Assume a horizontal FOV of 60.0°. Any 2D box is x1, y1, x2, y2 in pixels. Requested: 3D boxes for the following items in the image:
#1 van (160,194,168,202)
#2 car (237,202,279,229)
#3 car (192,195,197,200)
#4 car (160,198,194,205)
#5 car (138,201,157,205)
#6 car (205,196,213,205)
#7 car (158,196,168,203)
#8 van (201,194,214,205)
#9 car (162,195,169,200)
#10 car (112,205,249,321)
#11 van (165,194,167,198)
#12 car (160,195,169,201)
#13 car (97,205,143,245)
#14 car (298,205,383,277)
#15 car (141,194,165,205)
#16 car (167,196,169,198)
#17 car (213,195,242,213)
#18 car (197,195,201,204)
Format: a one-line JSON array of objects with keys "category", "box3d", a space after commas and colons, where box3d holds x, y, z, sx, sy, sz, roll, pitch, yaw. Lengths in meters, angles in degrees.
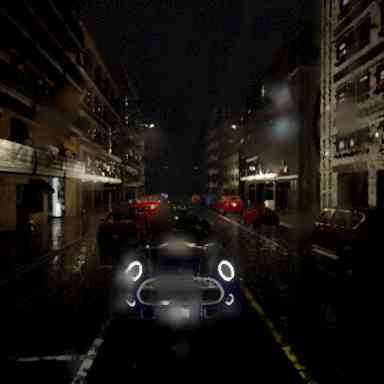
[{"category": "van", "box3d": [-6.586, 1.310, 77.586, 1.690, 1.788, 3.998, -1, 0, -3]}, {"category": "car", "box3d": [4.379, 1.571, 21.498, 1.802, 1.307, 4.206, -1, 0, -3]}, {"category": "car", "box3d": [0.972, 1.405, 83.713, 1.967, 1.590, 4.097, -1, 0, -3]}, {"category": "car", "box3d": [-1.058, 1.466, 23.813, 1.882, 1.535, 5.008, 0, 0, -3]}, {"category": "car", "box3d": [-3.495, 1.535, 21.158, 1.887, 1.381, 4.507, -1, 0, -3]}, {"category": "car", "box3d": [3.140, 1.562, 44.121, 1.802, 1.307, 4.206, -1, 0, -3]}, {"category": "car", "box3d": [-6.275, 1.521, 71.943, 2.008, 1.369, 4.403, -1, 0, -3]}, {"category": "van", "box3d": [2.828, 1.319, 49.777, 1.690, 1.788, 3.998, -1, 0, -3]}, {"category": "car", "box3d": [-7.501, 1.488, 94.345, 1.752, 1.417, 4.829, -1, 0, -3]}, {"category": "car", "box3d": [-0.267, 1.348, 7.555, 2.097, 1.767, 4.553, 0, 0, -2]}, {"category": "van", "box3d": [-5.042, 1.320, 49.372, 1.690, 1.788, 3.998, -1, 0, -3]}, {"category": "car", "box3d": [-6.892, 1.532, 83.229, 1.947, 1.339, 4.313, -1, 0, -3]}, {"category": "car", "box3d": [-3.186, 1.537, 15.515, 1.887, 1.381, 4.507, -1, 0, -3]}, {"category": "car", "box3d": [4.994, 1.309, 10.186, 2.192, 1.841, 5.009, -1, 0, -3]}, {"category": "car", "box3d": [-4.116, 1.301, 32.443, 2.192, 1.841, 5.009, -1, 0, -3]}, {"category": "car", "box3d": [-5.659, 1.415, 60.657, 1.967, 1.590, 4.097, -1, 0, -3]}, {"category": "car", "box3d": [3.756, 1.300, 32.809, 2.192, 1.841, 5.009, -1, 0, -3]}, {"category": "car", "box3d": [2.518, 1.291, 55.433, 2.192, 1.841, 5.009, -1, 0, -3]}]
